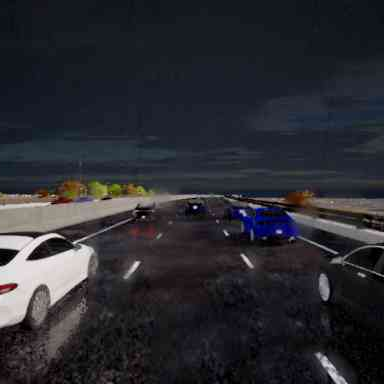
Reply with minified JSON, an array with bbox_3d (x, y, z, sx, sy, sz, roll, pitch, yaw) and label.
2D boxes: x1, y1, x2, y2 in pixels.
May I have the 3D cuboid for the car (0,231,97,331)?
[{"bbox_3d":[-3.375,1.520,6.717,1.812,1.442,4.674,0,0,0],"label":"car"}]

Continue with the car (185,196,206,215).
[{"bbox_3d":[0.359,1.502,33.859,2.163,1.488,4.792,0,0,1],"label":"car"}]

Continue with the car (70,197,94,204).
[{"bbox_3d":[-16.695,1.510,51.864,1.882,1.535,5.008,0,0,2],"label":"car"}]

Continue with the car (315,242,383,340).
[{"bbox_3d":[3.509,1.501,5.137,1.837,1.490,4.892,0,0,0],"label":"car"}]

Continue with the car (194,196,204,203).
[{"bbox_3d":[1.640,1.605,74.048,2.128,1.511,4.902,0,0,3],"label":"car"}]

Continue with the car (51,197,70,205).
[{"bbox_3d":[-20.193,1.521,51.987,1.882,1.535,5.008,0,0,2],"label":"car"}]

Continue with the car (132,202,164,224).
[{"bbox_3d":[-3.200,1.483,24.677,2.128,1.511,4.902,0,0,1],"label":"car"}]

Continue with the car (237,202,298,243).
[{"bbox_3d":[3.584,1.470,16.059,1.882,1.535,5.008,0,0,1],"label":"car"}]

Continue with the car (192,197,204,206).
[{"bbox_3d":[1.070,1.599,56.522,1.994,1.385,4.181,0,0,2],"label":"car"}]

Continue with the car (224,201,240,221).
[{"bbox_3d":[3.728,1.499,27.011,2.163,1.488,4.792,0,0,1],"label":"car"}]

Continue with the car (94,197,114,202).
[{"bbox_3d":[-13.201,1.550,51.626,1.812,1.442,4.674,0,0,2],"label":"car"}]
